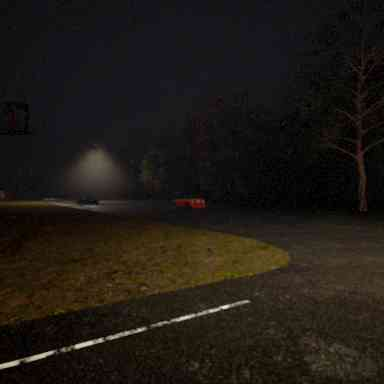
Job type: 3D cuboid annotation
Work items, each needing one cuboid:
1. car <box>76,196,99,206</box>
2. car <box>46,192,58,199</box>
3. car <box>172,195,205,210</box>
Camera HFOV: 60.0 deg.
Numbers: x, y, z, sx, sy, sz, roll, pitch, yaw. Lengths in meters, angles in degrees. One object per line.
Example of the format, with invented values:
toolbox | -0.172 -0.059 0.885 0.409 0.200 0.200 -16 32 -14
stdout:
car | -15.028 1.242 47.677 2.033 1.411 5.357 0 0 -35
car | -35.587 0.941 83.480 2.128 1.511 4.902 0 0 -28
car | -0.488 1.136 38.841 2.097 1.767 4.553 0 0 -34
